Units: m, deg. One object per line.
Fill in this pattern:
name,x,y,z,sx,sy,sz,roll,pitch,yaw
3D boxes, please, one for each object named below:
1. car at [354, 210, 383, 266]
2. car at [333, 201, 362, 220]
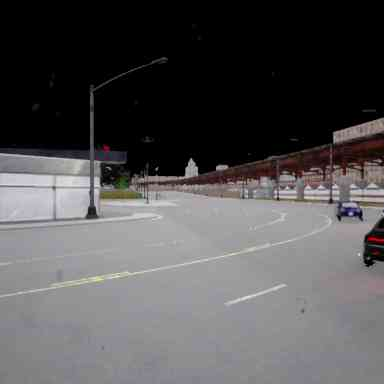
car,6.959,1.505,10.681,1.837,1.490,4.892,1,0,42
car,13.105,1.526,28.076,1.812,1.442,4.674,0,0,18
